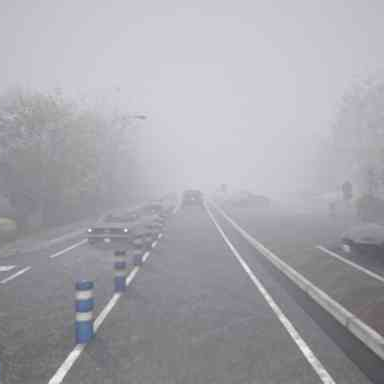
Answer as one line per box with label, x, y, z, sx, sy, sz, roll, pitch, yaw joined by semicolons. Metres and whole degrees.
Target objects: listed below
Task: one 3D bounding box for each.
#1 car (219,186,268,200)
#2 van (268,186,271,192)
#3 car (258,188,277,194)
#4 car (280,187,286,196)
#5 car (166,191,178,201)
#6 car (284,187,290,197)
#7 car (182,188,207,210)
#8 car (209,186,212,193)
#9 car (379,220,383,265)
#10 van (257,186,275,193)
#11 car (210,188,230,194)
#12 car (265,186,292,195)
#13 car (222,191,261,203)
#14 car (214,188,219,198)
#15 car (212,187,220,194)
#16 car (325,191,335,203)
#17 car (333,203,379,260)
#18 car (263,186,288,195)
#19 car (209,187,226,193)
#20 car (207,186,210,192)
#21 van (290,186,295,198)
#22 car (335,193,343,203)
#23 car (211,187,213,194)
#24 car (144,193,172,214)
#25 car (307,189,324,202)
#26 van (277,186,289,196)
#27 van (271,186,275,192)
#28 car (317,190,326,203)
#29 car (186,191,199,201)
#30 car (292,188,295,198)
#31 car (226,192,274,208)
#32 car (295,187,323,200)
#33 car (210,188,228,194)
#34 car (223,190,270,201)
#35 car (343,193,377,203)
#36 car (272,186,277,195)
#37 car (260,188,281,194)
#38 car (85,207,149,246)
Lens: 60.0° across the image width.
car;6.864;0.574;44.794;5.566;2.045;2.435;0;2;0
van;20.046;-0.267;75.127;4.442;1.987;1.878;0;1;0
car;20.280;-0.325;89.104;4.674;1.452;2.002;0;1;0
car;20.102;0.253;64.058;4.792;1.488;2.163;0;1;0
car;-3.268;0.551;51.780;1.882;1.535;5.008;0;1;1
car;20.080;0.326;61.419;4.792;1.488;2.163;0;2;0
car;0.090;0.744;35.111;2.150;2.045;5.566;0;2;0
car;7.078;-0.073;78.093;4.792;1.488;2.163;0;1;0
car;6.815;1.263;6.651;4.792;1.488;2.163;0;1;1
van;20.416;-0.655;91.867;4.442;1.987;1.878;0;1;0
car;7.181;-0.294;86.418;4.892;1.521;2.231;0;1;0
car;20.157;-0.357;77.894;5.566;2.045;2.435;0;1;0
car;7.043;0.734;47.576;5.366;1.575;1.946;0;2;0
car;6.718;0.557;53.128;5.366;1.575;1.946;0;2;0
car;6.764;0.379;58.798;5.366;1.575;1.946;0;2;0
car;19.863;0.939;41.916;4.792;1.488;2.163;0;2;0
car;6.781;1.195;9.434;4.792;1.488;2.163;0;1;1
car;20.180;-0.421;80.664;5.566;2.045;2.435;0;1;0
car;7.211;-0.614;94.742;4.553;1.767;2.185;0;1;0
car;6.967;-0.234;83.645;5.366;1.575;1.946;0;1;0
van;20.145;0.153;58.641;4.442;1.987;1.878;0;2;0
car;19.902;0.868;39.266;4.553;1.767;2.185;0;2;0
car;7.068;0.120;69.766;4.792;1.488;2.163;0;1;0
car;-3.356;1.175;31.223;2.033;1.411;5.357;0;2;0
car;19.752;0.730;47.453;5.366;1.575;1.946;0;2;0
van;19.987;-0.072;66.803;4.442;1.987;1.878;0;1;0
van;20.257;-0.203;72.356;4.442;1.987;1.878;0;1;0
car;19.912;0.861;44.685;4.674;1.452;2.002;0;2;0
car;0.107;0.601;53.115;1.994;1.385;4.181;0;2;0
car;19.977;0.498;55.758;4.792;1.488;2.163;0;2;0
car;6.761;1.032;39.255;4.792;1.488;2.163;0;2;0
car;20.011;0.305;52.980;5.566;2.045;2.435;0;2;0
car;7.191;-0.359;89.194;4.892;1.521;2.231;0;1;0
car;6.818;0.914;42.028;5.008;1.535;2.097;0;2;0
car;19.843;1.081;36.501;5.008;1.535;2.097;0;2;0
car;20.123;0.086;69.593;5.008;1.535;2.097;0;1;0
car;20.248;-0.298;86.209;5.008;1.535;2.097;0;1;0
car;-3.352;1.589;15.373;1.895;1.301;4.718;0;1;0
